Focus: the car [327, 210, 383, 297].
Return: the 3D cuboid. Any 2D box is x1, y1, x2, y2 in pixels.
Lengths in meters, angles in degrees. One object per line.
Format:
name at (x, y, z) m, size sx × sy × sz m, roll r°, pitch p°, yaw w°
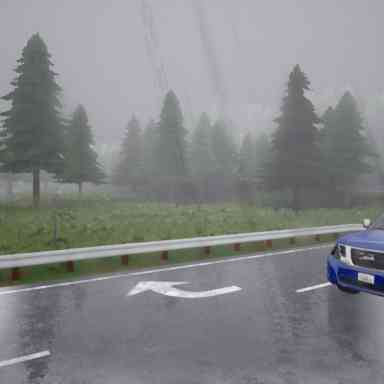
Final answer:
car at (5.515, 1.223, 7.571) m, size 5.566 × 2.045 × 2.150 m, roll 0°, pitch 0°, yaw -33°
